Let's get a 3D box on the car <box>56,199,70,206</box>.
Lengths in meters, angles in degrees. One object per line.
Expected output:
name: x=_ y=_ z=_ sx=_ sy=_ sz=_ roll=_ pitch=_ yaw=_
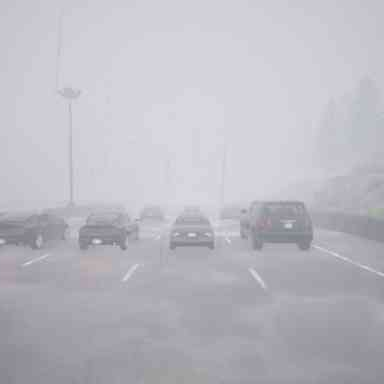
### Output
car: x=-27.998 y=2.239 z=73.019 sx=2.033 sy=1.411 sz=5.357 roll=0 pitch=-1 yaw=0

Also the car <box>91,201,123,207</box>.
car: x=-6.999 y=1.815 z=29.694 sx=2.033 sy=1.411 sz=5.357 roll=0 pitch=-1 yaw=0

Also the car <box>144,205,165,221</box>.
car: x=-3.499 y=1.825 z=29.694 sx=1.994 sy=1.385 sz=4.181 roll=0 pitch=-1 yaw=0

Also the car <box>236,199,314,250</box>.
car: x=3.501 y=1.339 z=14.704 sx=2.150 sy=2.045 sz=5.566 roll=0 pitch=-1 yaw=0

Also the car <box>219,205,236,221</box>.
car: x=3.501 y=1.825 z=29.694 sx=1.994 sy=1.385 sz=4.181 roll=0 pitch=-1 yaw=0

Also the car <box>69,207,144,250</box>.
car: x=-3.499 y=1.597 z=14.674 sx=1.837 sy=1.490 sz=4.892 roll=0 pitch=-1 yaw=0

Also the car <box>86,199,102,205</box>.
car: x=-20.998 y=2.225 z=73.019 sx=2.128 sy=1.511 sz=4.902 roll=0 pitch=-1 yaw=0

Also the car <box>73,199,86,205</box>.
car: x=-24.498 y=2.177 z=73.020 sx=1.882 sy=1.535 sz=5.008 roll=0 pitch=-1 yaw=0

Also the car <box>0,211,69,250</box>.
car: x=-6.999 y=1.597 z=14.674 sx=1.837 sy=1.490 sz=4.892 roll=0 pitch=-1 yaw=0

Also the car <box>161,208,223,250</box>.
car: x=0.001 y=1.644 z=14.674 sx=2.033 sy=1.411 sz=5.357 roll=0 pitch=-1 yaw=0

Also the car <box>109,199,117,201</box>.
car: x=-17.498 y=2.295 z=72.988 sx=1.895 sy=1.301 sz=4.718 roll=0 pitch=-1 yaw=0

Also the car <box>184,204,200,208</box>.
car: x=0.001 y=1.816 z=29.693 sx=2.033 sy=1.411 sz=5.357 roll=0 pitch=-1 yaw=0
